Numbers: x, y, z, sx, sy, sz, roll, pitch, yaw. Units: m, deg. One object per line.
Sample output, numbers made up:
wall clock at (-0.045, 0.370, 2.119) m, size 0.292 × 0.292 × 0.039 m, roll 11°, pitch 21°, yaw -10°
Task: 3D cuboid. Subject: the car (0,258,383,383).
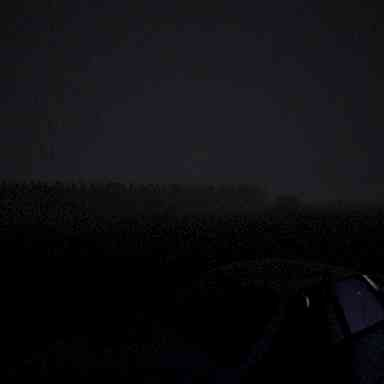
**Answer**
car at (0.889, 1.545, 3.698) m, size 5.357 × 1.411 × 2.033 m, roll 0°, pitch 0°, yaw -35°
